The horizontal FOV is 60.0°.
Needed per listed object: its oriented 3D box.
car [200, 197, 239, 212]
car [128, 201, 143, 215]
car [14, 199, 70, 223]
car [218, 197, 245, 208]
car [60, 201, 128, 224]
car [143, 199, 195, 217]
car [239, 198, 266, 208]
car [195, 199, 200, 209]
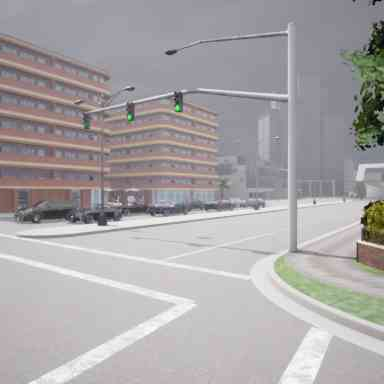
[{"bbox_3d":[3.305,1.601,39.412,1.895,1.301,4.718,0,0,36],"label":"car"},{"bbox_3d":[-5.838,1.601,32.813,1.895,1.301,4.718,0,0,36],"label":"car"},{"bbox_3d":[-11.107,1.352,25.582,2.097,1.767,4.553,0,0,36],"label":"car"},{"bbox_3d":[5.834,1.526,48.787,1.812,1.442,4.674,0,0,36],"label":"car"},{"bbox_3d":[-7.249,1.564,24.926,1.994,1.385,4.181,0,0,36],"label":"car"},{"bbox_3d":[-2.091,1.601,32.005,1.895,1.301,4.718,0,0,36],"label":"car"},{"bbox_3d":[8.844,1.526,46.974,1.812,1.442,4.674,0,0,36],"label":"car"},{"bbox_3d":[-0.199,1.547,40.549,2.033,1.411,5.357,0,0,36],"label":"car"}]
